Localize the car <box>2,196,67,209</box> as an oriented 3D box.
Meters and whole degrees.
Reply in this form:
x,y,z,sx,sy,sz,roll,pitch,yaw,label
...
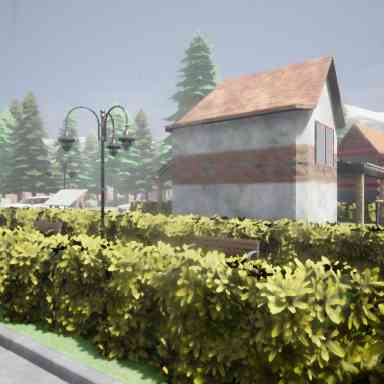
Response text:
x,y,z,sx,sy,sz,roll,pitch,yaw,label
-13.725,1.384,29.123,2.150,2.045,5.566,0,0,36,car

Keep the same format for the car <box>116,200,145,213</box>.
x,y,z,sx,sy,sz,roll,pitch,yaw,label
-6.668,1.688,38.855,1.812,1.442,4.674,0,0,37,car
